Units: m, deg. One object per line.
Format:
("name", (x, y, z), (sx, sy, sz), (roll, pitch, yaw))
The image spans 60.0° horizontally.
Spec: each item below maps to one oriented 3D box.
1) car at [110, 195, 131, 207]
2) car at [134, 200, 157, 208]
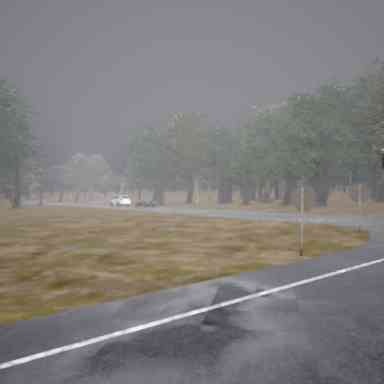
("car", (-13.372, 1.667, 62.104), (2.150, 2.045, 5.566), (1, -2, -35))
("car", (-7.611, 1.883, 53.838), (1.895, 1.301, 4.718), (1, -1, -34))
